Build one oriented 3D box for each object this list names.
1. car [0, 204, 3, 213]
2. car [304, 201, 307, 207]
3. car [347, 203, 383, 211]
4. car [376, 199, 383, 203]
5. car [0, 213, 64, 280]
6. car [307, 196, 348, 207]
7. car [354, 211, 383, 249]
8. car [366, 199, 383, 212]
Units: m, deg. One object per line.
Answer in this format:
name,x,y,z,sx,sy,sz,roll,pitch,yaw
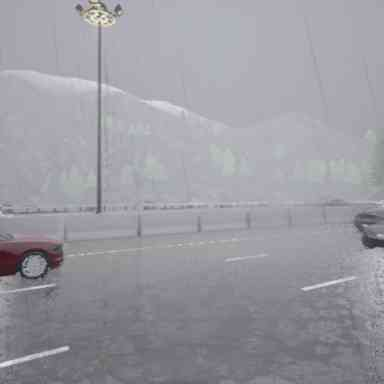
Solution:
car,-14.249,1.153,19.544,5.566,2.045,2.150,0,0,-35
car,17.311,1.357,44.702,4.553,1.767,2.097,0,0,-22
car,11.152,1.520,18.518,4.892,1.490,1.837,0,0,-28
car,22.242,1.580,35.433,5.357,1.411,2.033,0,0,-21
car,-5.787,1.449,8.135,5.008,1.535,1.882,0,0,-36
car,16.949,1.516,40.776,4.892,1.490,1.837,1,0,-22
car,8.690,1.577,13.171,4.181,1.385,1.994,0,0,-30
car,23.173,1.557,39.511,4.674,1.442,1.812,0,0,-21
